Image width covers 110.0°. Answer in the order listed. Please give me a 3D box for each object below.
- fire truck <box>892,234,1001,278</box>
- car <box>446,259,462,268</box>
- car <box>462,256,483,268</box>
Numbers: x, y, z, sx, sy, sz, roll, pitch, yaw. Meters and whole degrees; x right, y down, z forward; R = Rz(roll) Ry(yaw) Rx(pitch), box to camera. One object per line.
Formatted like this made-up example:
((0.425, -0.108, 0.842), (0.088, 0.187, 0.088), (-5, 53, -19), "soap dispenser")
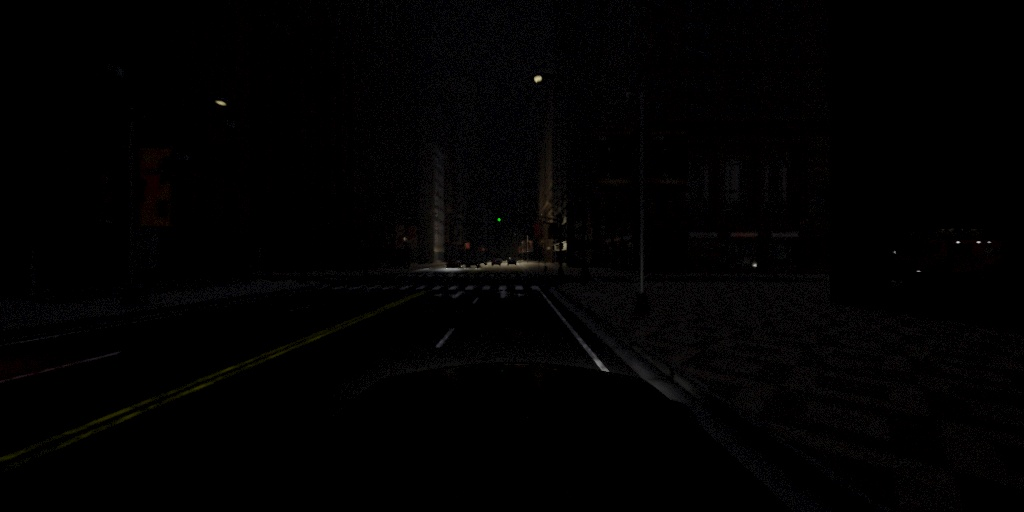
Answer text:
((37.608, 0.109, 30.561), (8.468, 3.827, 2.891), (0, 0, 0), "fire truck")
((-9.792, 1.358, 60.218), (1.895, 1.301, 4.718), (0, 0, 1), "car")
((-6.550, 0.979, 60.228), (2.150, 2.045, 5.566), (0, 0, 1), "car")
